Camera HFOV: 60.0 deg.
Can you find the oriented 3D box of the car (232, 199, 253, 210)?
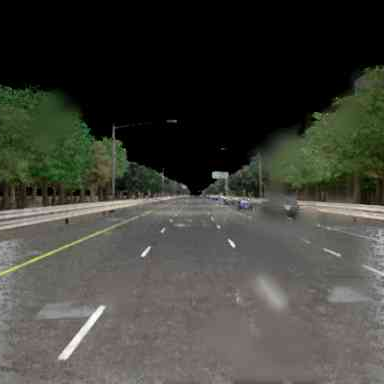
[{"bbox_3d":[7.098,1.762,45.793,1.812,1.442,4.674,0,0,0],"label":"car"}]

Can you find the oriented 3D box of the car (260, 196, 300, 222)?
[{"bbox_3d":[7.030,1.316,27.014,2.150,2.045,5.566,0,0,0],"label":"car"}]

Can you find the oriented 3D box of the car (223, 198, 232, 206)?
[{"bbox_3d":[7.209,1.901,65.287,1.812,1.442,4.674,0,0,0],"label":"car"}]
